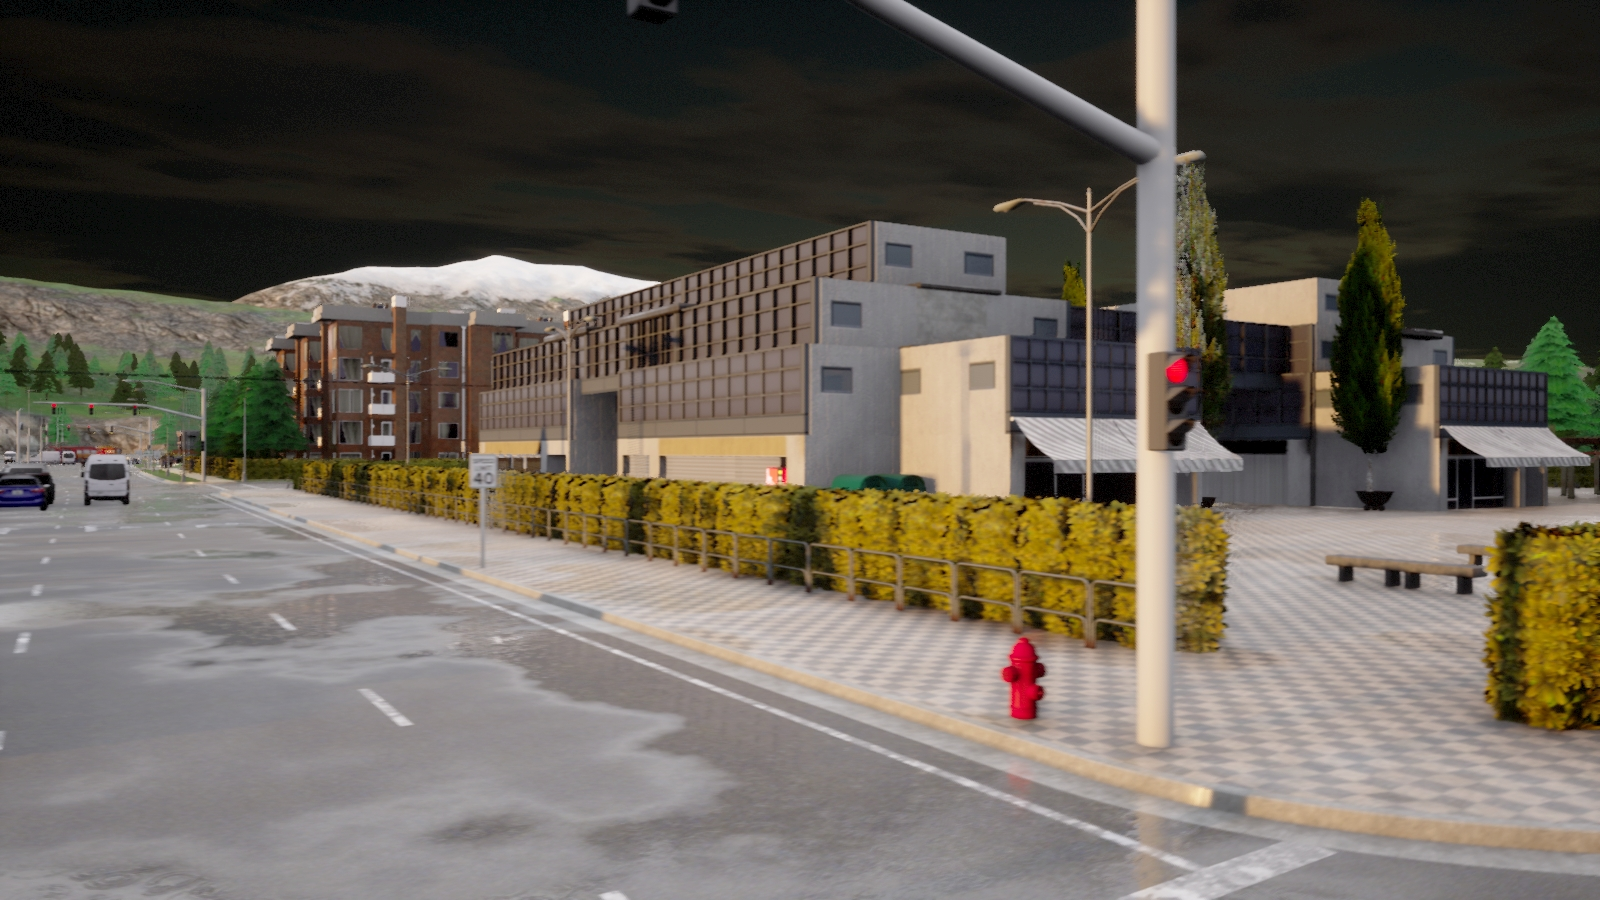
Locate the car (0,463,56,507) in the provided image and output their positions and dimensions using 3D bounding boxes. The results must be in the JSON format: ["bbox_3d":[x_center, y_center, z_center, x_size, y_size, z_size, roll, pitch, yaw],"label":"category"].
[{"bbox_3d":[-40.012,1.750,59.149,2.390,2.098,6.274,0,0,-32],"label":"car"}]

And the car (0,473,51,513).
[{"bbox_3d":[-36.274,1.964,53.164,2.242,1.667,4.611,0,0,-32],"label":"car"}]

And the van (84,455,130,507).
[{"bbox_3d":[-36.195,1.531,59.628,1.988,2.561,5.915,0,0,-32],"label":"van"}]
